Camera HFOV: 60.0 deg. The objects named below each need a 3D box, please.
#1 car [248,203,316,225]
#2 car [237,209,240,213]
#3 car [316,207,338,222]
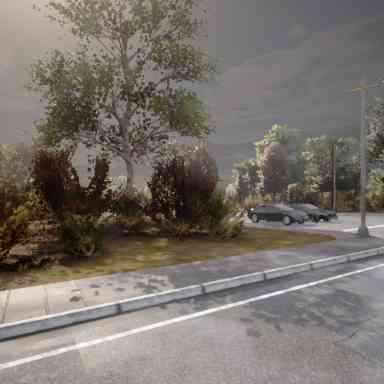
[{"bbox_3d":[6.343,1.596,24.846,1.837,1.490,4.892,0,-1,-39],"label":"car"},{"bbox_3d":[2.369,1.468,34.912,2.150,2.045,5.566,0,-1,-43],"label":"car"},{"bbox_3d":[9.000,1.640,27.173,2.033,1.411,5.357,0,-1,-39],"label":"car"}]
